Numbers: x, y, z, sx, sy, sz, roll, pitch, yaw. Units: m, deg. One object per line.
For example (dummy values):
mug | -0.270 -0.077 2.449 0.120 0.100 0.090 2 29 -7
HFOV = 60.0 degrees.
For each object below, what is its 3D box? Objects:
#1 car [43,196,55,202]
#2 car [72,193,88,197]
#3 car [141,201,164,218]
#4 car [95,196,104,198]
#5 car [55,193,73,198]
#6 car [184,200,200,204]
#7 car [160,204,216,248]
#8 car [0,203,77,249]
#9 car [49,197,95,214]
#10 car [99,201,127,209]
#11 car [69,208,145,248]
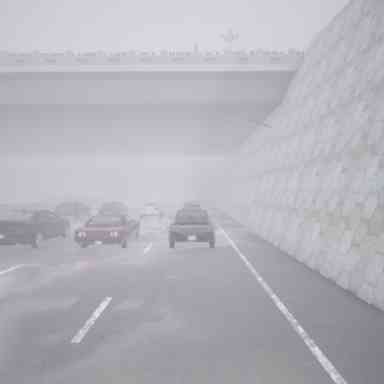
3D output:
car | -31.466 1.530 74.747 2.033 1.411 5.357 0 0 0
car | -24.466 1.515 74.739 2.128 1.511 4.902 0 0 0
car | -3.500 1.530 29.650 1.812 1.442 4.674 0 0 0
car | -20.966 1.543 74.736 1.994 1.385 4.181 0 0 0
car | -27.966 1.215 74.713 2.150 2.045 5.566 0 0 0
car | 0.000 1.493 29.650 2.128 1.511 4.902 0 0 0
car | 0.000 1.492 14.650 2.128 1.511 4.902 0 0 0
car | -7.000 1.482 14.650 1.882 1.535 5.008 0 0 0
car | -10.500 1.492 29.650 2.128 1.511 4.902 0 0 0
car | -7.000 1.530 29.650 1.812 1.442 4.674 0 0 0
car | -3.500 1.613 14.680 1.895 1.301 4.718 0 0 0
